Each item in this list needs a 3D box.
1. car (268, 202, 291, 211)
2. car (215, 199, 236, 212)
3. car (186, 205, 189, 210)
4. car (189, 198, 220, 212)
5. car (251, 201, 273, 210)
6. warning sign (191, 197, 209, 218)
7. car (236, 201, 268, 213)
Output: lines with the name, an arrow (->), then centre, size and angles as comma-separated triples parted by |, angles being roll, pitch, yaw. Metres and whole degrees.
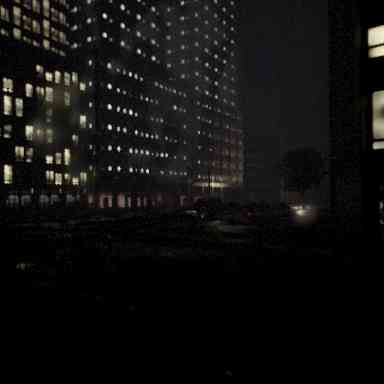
car -> 14.753, 2.361, 55.721 | 2.033, 1.411, 5.357 | -1, -1, 36
car -> 5.832, 2.144, 48.965 | 1.882, 1.535, 5.008 | -1, -1, 37
car -> 1.311, 2.289, 53.924 | 2.033, 1.411, 5.357 | -1, -1, 37
car -> 2.438, 1.898, 49.998 | 2.150, 2.045, 5.566 | -1, -2, 37
car -> 12.129, 2.318, 57.641 | 1.882, 1.535, 5.008 | -1, -1, 36
warning sign -> 0.735, 1.457, 31.701 | 1.300, 1.860, 1.060 | 1, 0, 36
car -> 8.521, 2.168, 47.133 | 1.812, 1.442, 4.674 | -1, -1, 37
